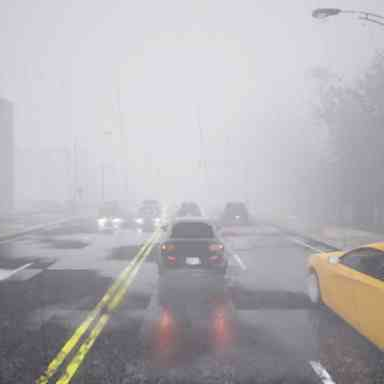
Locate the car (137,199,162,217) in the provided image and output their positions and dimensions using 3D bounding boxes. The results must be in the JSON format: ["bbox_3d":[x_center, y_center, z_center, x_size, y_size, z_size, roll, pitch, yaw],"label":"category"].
[{"bbox_3d":[-3.707,1.410,29.846,1.837,1.490,4.892,0,0,-1],"label":"car"}]

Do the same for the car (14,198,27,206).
[{"bbox_3d":[-29.043,1.642,55.802,4.403,1.369,2.008,-1,1,-1],"label":"car"}]

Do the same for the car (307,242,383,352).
[{"bbox_3d":[3.302,1.460,4.899,1.882,1.535,5.008,0,0,0],"label":"car"}]

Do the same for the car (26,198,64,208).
[{"bbox_3d":[-20.589,1.669,47.410,4.313,1.339,1.947,-1,1,-1],"label":"car"}]

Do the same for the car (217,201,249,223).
[{"bbox_3d":[3.042,1.421,24.812,1.837,1.490,4.892,0,0,-1],"label":"car"}]

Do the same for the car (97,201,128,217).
[{"bbox_3d":[-6.952,1.470,29.422,1.994,1.385,4.181,0,0,-1],"label":"car"}]

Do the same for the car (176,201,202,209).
[{"bbox_3d":[-0.236,1.441,25.593,1.812,1.442,4.674,0,0,-1],"label":"car"}]

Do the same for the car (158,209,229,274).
[{"bbox_3d":[-0.009,1.491,10.322,1.812,1.442,4.674,0,0,-1],"label":"car"}]
